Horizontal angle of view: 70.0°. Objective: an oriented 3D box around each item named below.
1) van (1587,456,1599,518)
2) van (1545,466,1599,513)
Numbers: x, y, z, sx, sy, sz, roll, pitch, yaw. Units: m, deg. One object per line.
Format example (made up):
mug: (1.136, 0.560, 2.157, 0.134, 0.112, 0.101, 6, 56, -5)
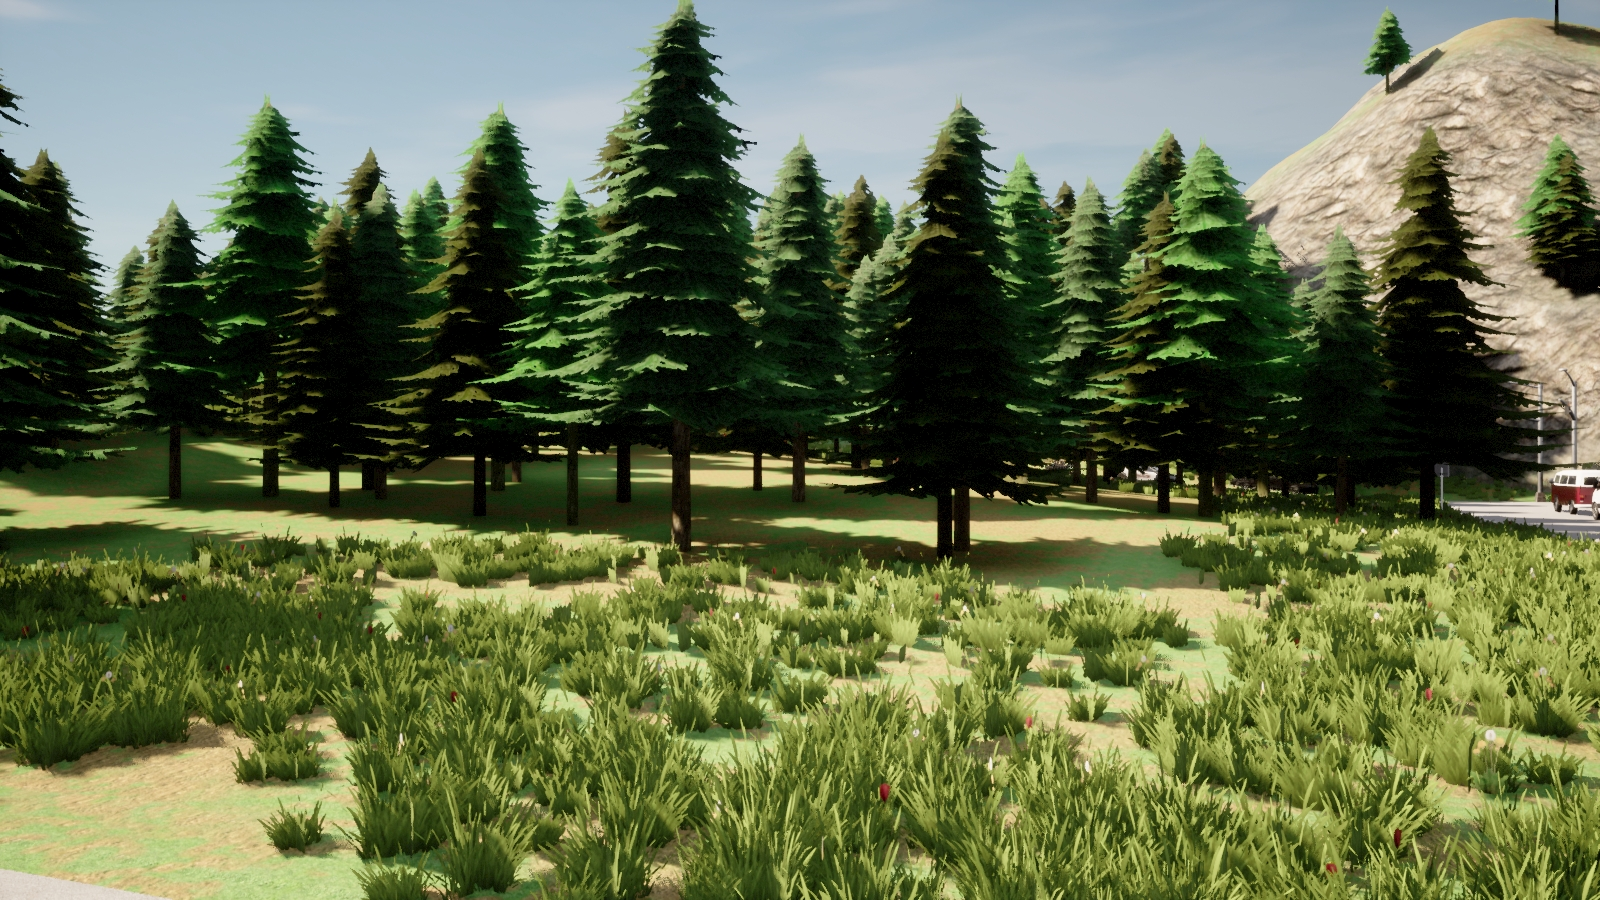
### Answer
van: (33.726, 1.534, 45.978, 1.988, 2.561, 5.915, 0, 0, 20)
van: (36.159, 1.782, 52.642, 2.069, 2.038, 4.480, 0, 0, 20)
